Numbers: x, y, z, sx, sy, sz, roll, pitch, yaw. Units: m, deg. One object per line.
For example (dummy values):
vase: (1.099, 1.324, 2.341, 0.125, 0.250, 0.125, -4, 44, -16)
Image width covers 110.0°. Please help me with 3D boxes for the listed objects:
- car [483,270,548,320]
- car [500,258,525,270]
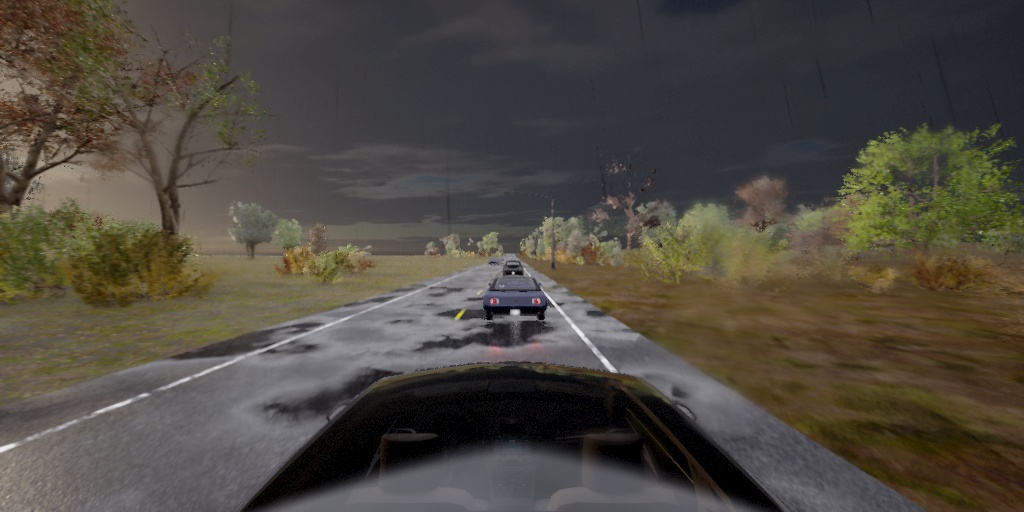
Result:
car: (0.101, 1.332, 12.567, 1.895, 1.301, 4.718, 0, 0, 0)
car: (0.103, 1.185, 32.766, 1.837, 1.490, 4.892, 0, 0, 0)
